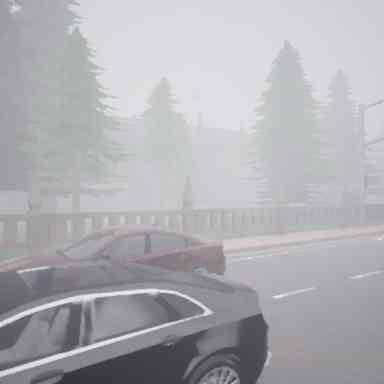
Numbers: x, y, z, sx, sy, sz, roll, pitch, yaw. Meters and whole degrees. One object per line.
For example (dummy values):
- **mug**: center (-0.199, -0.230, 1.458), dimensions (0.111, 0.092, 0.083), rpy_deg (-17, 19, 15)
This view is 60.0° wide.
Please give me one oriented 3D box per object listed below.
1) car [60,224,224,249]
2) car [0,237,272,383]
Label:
- **car**: center (-1.534, 1.489, 7.149), dimensions (5.008, 1.535, 1.882), rpy_deg (0, 0, -34)
- **car**: center (-1.432, 1.492, 2.974), dimensions (4.902, 1.511, 2.128), rpy_deg (0, 0, -35)
